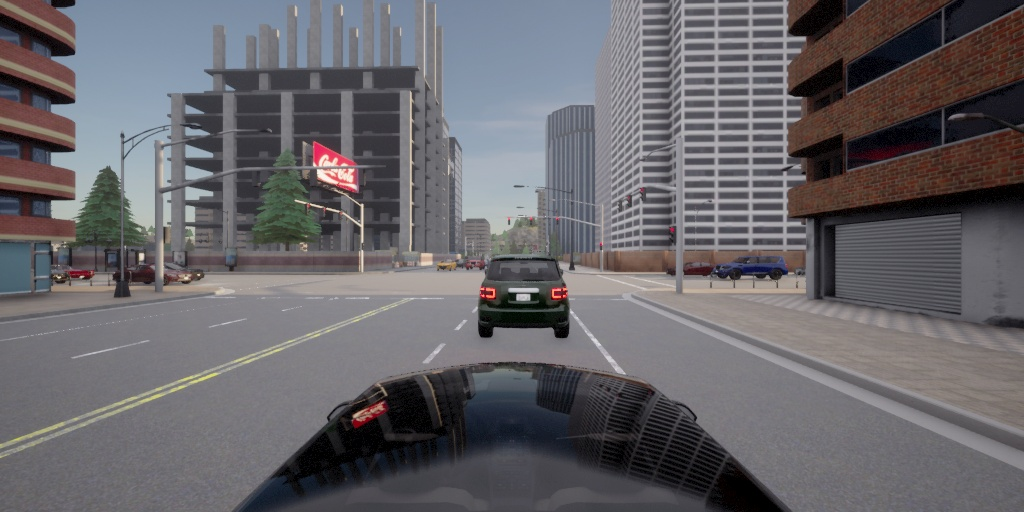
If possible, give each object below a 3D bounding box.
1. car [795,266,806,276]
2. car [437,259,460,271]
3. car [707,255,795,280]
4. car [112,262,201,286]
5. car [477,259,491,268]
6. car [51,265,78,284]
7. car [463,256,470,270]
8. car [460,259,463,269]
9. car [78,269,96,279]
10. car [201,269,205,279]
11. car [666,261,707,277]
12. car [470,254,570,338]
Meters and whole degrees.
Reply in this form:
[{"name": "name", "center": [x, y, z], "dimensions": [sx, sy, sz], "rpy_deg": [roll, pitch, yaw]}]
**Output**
[{"name": "car", "center": [29.303, 1.240, 33.693], "dimensions": [4.902, 1.511, 2.128], "rpy_deg": [0, 0, 2]}, {"name": "car", "center": [-8.859, 1.228, 48.886], "dimensions": [1.882, 1.535, 5.008], "rpy_deg": [0, 0, 2]}, {"name": "car", "center": [20.227, 0.971, 30.505], "dimensions": [5.566, 2.045, 2.150], "rpy_deg": [0, 0, 2]}, {"name": "car", "center": [-24.760, 1.276, 24.769], "dimensions": [4.674, 1.442, 1.812], "rpy_deg": [0, 0, 2]}, {"name": "car", "center": [-4.833, 1.276, 62.156], "dimensions": [1.812, 1.442, 4.674], "rpy_deg": [0, 0, 3]}, {"name": "car", "center": [-34.005, 1.255, 25.071], "dimensions": [4.892, 1.490, 1.837], "rpy_deg": [0, 0, 2]}, {"name": "car", "center": [-5.225, 0.971, 52.141], "dimensions": [2.150, 2.045, 5.566], "rpy_deg": [0, 0, 2]}, {"name": "car", "center": [-8.494, 1.227, 58.305], "dimensions": [1.882, 1.535, 5.008], "rpy_deg": [0, 0, 2]}, {"name": "car", "center": [-36.494, 1.351, 28.655], "dimensions": [4.718, 1.301, 1.895], "rpy_deg": [0, 0, 2]}, {"name": "car", "center": [-27.202, 1.228, 28.350], "dimensions": [5.008, 1.535, 1.882], "rpy_deg": [0, 0, 2]}, {"name": "car", "center": [17.312, 1.228, 34.099], "dimensions": [5.008, 1.535, 1.882], "rpy_deg": [0, 0, 2]}, {"name": "car", "center": [0.339, 0.971, 10.313], "dimensions": [2.150, 2.045, 5.566], "rpy_deg": [0, 0, 2]}]
